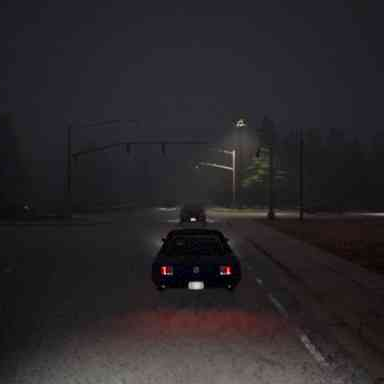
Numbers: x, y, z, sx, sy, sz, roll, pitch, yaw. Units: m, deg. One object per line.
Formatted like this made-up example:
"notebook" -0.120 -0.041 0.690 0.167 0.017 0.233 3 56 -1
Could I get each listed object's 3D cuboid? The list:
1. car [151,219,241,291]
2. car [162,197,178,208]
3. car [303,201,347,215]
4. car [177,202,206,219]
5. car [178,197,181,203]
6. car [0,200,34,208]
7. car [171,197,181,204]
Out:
"car" 0.085 1.654 9.082 1.895 1.301 4.718 0 0 0
"car" -3.676 1.870 53.523 1.994 1.385 4.181 0 0 0
"car" 14.710 1.724 37.100 4.902 1.511 2.128 0 0 1
"car" 0.061 1.666 24.435 1.812 1.442 4.674 0 0 0
"car" -3.647 1.922 62.790 1.994 1.385 4.181 0 0 0
"car" -18.394 1.579 33.947 4.553 1.767 2.097 0 0 1
"car" -3.534 1.894 73.096 1.882 1.535 5.008 0 0 1
